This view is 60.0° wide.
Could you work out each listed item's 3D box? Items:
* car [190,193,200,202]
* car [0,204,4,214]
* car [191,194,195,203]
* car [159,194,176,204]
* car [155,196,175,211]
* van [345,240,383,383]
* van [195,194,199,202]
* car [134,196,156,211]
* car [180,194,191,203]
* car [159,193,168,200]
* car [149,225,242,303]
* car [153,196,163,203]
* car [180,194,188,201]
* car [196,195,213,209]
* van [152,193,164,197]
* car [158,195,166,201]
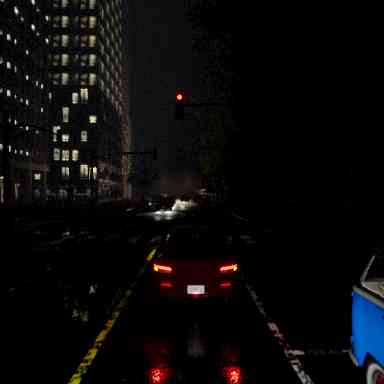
[{"bbox_3d":[0.724,1.271,78.931,2.192,1.841,5.009,0,0,-3],"label":"car"},{"bbox_3d":[-18.226,1.377,28.493,4.206,1.307,1.802,1,0,3],"label":"car"},{"bbox_3d":[1.171,1.492,68.013,1.752,1.417,4.829,0,0,-2],"label":"car"},{"bbox_3d":[-3.659,1.486,50.453,1.837,1.490,4.892,0,0,-1],"label":"car"},{"bbox_3d":[-3.415,1.551,40.418,1.994,1.385,4.181,0,0,-3],"label":"car"},{"bbox_3d":[2.558,1.341,2.132,1.690,1.788,3.998,0,0,0],"label":"van"},{"bbox_3d":[1.738,1.322,51.219,1.690,1.788,3.998,0,0,-2],"label":"van"},{"bbox_3d":[-5.840,1.539,39.755,2.008,1.369,4.403,0,0,-1],"label":"car"},{"bbox_3d":[-1.495,1.552,70.602,1.895,1.301,4.718,0,0,-2],"label":"car"},{"bbox_3d":[-8.094,1.252,95.181,2.192,1.841,5.009,0,0,-3],"label":"car"},{"bbox_3d":[0.052,1.525,8.067,1.812,1.442,4.674,0,0,0],"label":"car"},{"bbox_3d":[-6.839,1.512,67.469,1.887,1.381,4.507,0,0,-2],"label":"car"},{"bbox_3d":[-1.916,1.264,80.577,1.882,1.535,5.008,0,0,-3],"label":"car"},{"bbox_3d":[1.890,1.509,45.847,1.752,1.417,4.829,0,0,-2],"label":"car"},{"bbox_3d":[-6.637,1.314,61.926,1.690,1.788,3.998,0,0,-2],"label":"van"},{"bbox_3d":[-7.544,1.532,84.100,1.802,1.307,4.206,0,0,-3],"label":"car"}]
